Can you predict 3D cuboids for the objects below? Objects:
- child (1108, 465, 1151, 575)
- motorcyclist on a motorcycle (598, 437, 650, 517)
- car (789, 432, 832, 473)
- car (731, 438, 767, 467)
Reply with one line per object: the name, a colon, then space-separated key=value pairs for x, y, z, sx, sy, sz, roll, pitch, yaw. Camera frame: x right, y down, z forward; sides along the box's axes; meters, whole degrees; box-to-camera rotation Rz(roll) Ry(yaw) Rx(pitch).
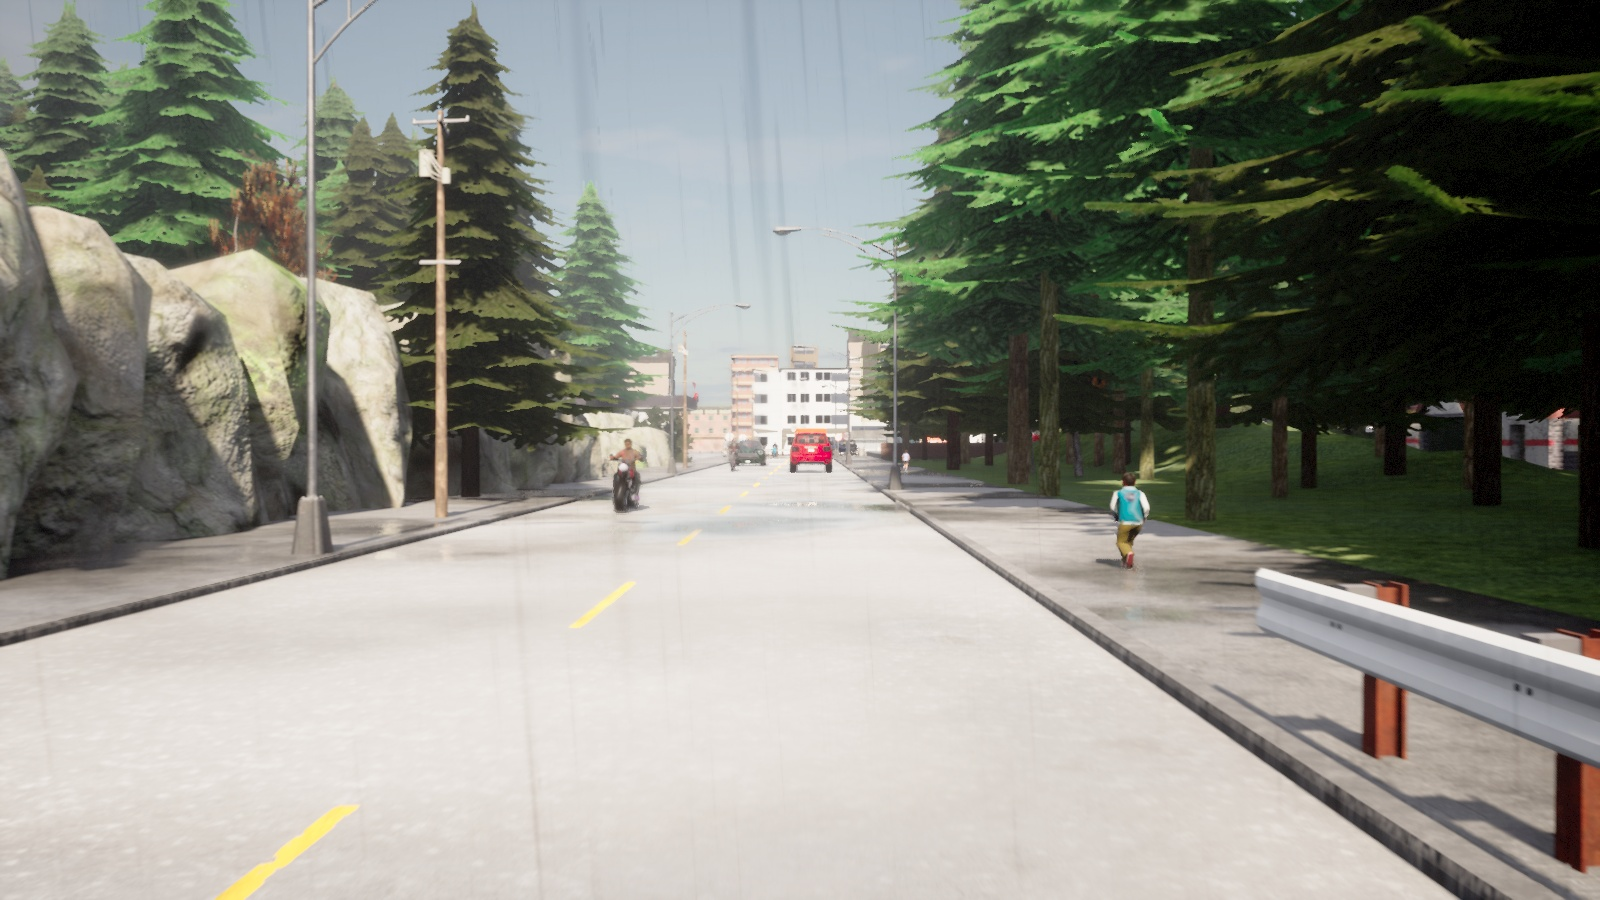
child: x=3.625 y=0.761 z=13.821 sx=0.343 sy=1.192 sz=0.448 roll=0 pitch=0 yaw=-2
motorcyclist on a motorcycle: x=-3.760 y=0.541 z=26.987 sx=0.766 sy=1.649 sz=2.350 roll=0 pitch=0 yaw=0
car: x=0.573 y=0.095 z=65.698 sx=2.150 sy=2.045 sz=5.566 roll=0 pitch=0 yaw=0
car: x=-3.294 y=0.144 z=81.280 sx=2.097 sy=1.767 sz=4.553 roll=0 pitch=0 yaw=0
